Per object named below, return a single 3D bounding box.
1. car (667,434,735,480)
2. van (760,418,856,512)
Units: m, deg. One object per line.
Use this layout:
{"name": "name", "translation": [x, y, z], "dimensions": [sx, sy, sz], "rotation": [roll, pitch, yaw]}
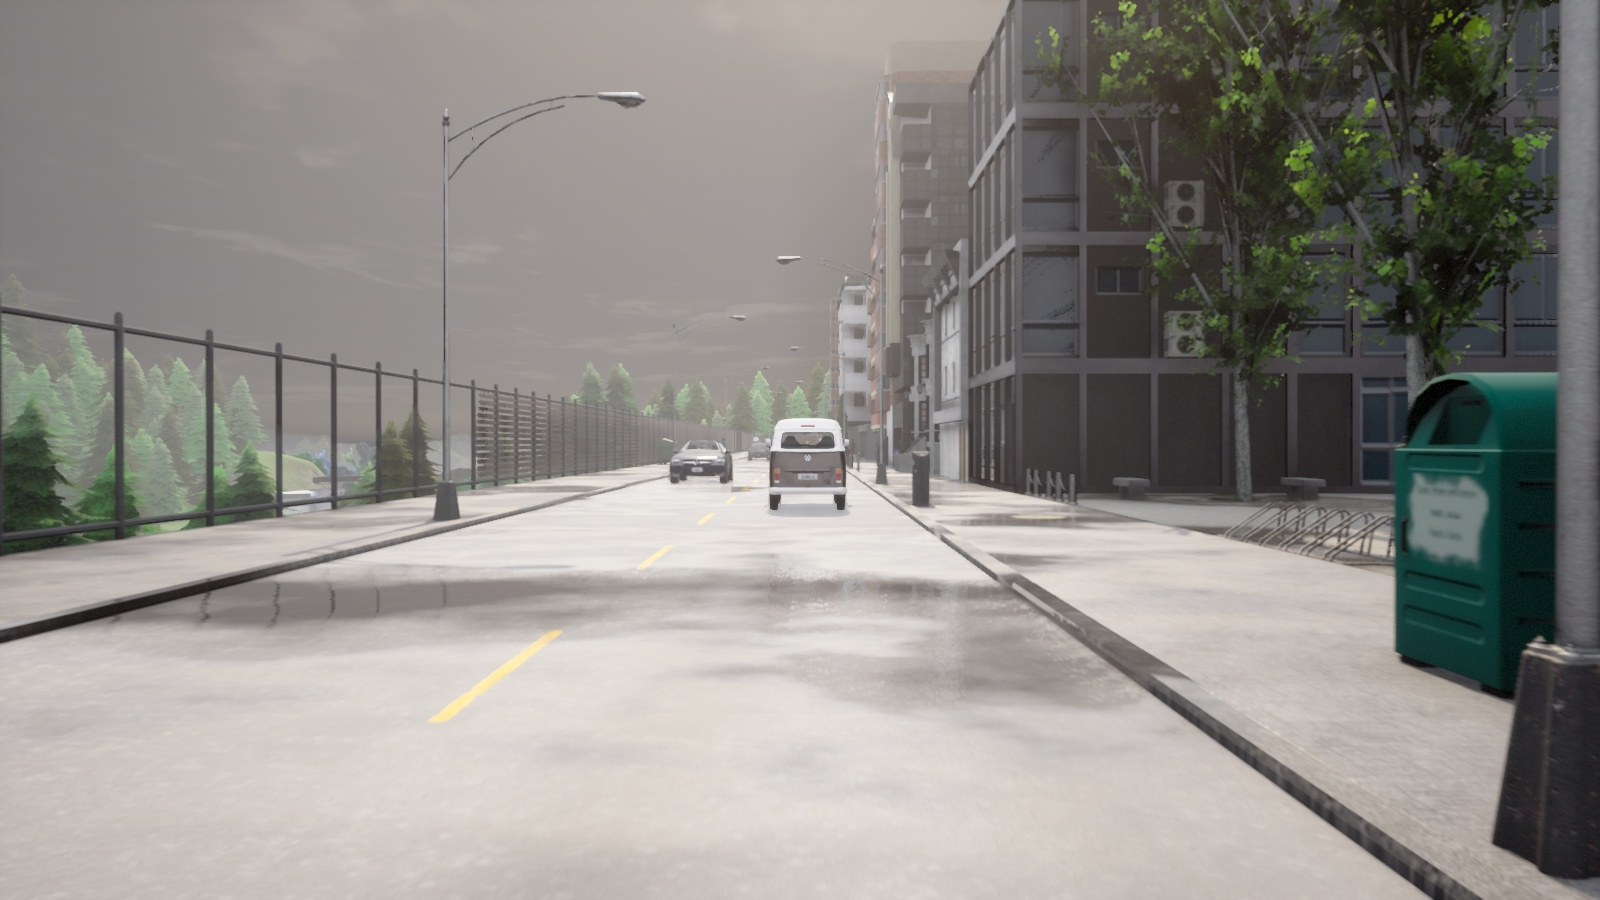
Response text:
{"name": "car", "translation": [-3.716, 0.253, 47.836], "dimensions": [2.152, 1.651, 5.027], "rotation": [0, 0, 0]}
{"name": "van", "translation": [0.180, 0.304, 29.430], "dimensions": [2.069, 2.038, 4.480], "rotation": [0, 0, 0]}
